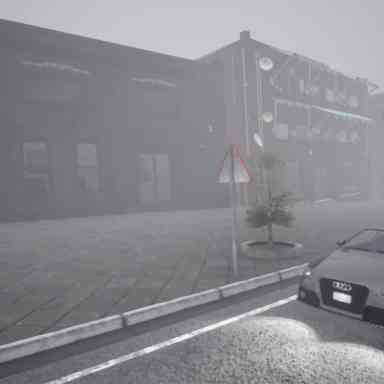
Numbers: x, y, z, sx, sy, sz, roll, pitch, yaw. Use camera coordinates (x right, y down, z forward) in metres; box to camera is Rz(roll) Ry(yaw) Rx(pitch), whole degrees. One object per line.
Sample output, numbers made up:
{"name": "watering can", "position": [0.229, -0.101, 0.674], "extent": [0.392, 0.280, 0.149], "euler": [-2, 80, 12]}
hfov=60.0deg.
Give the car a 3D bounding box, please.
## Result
{"name": "car", "position": [3.893, 1.391, 6.350], "extent": [4.181, 1.385, 1.994], "euler": [-2, 1, -37]}
